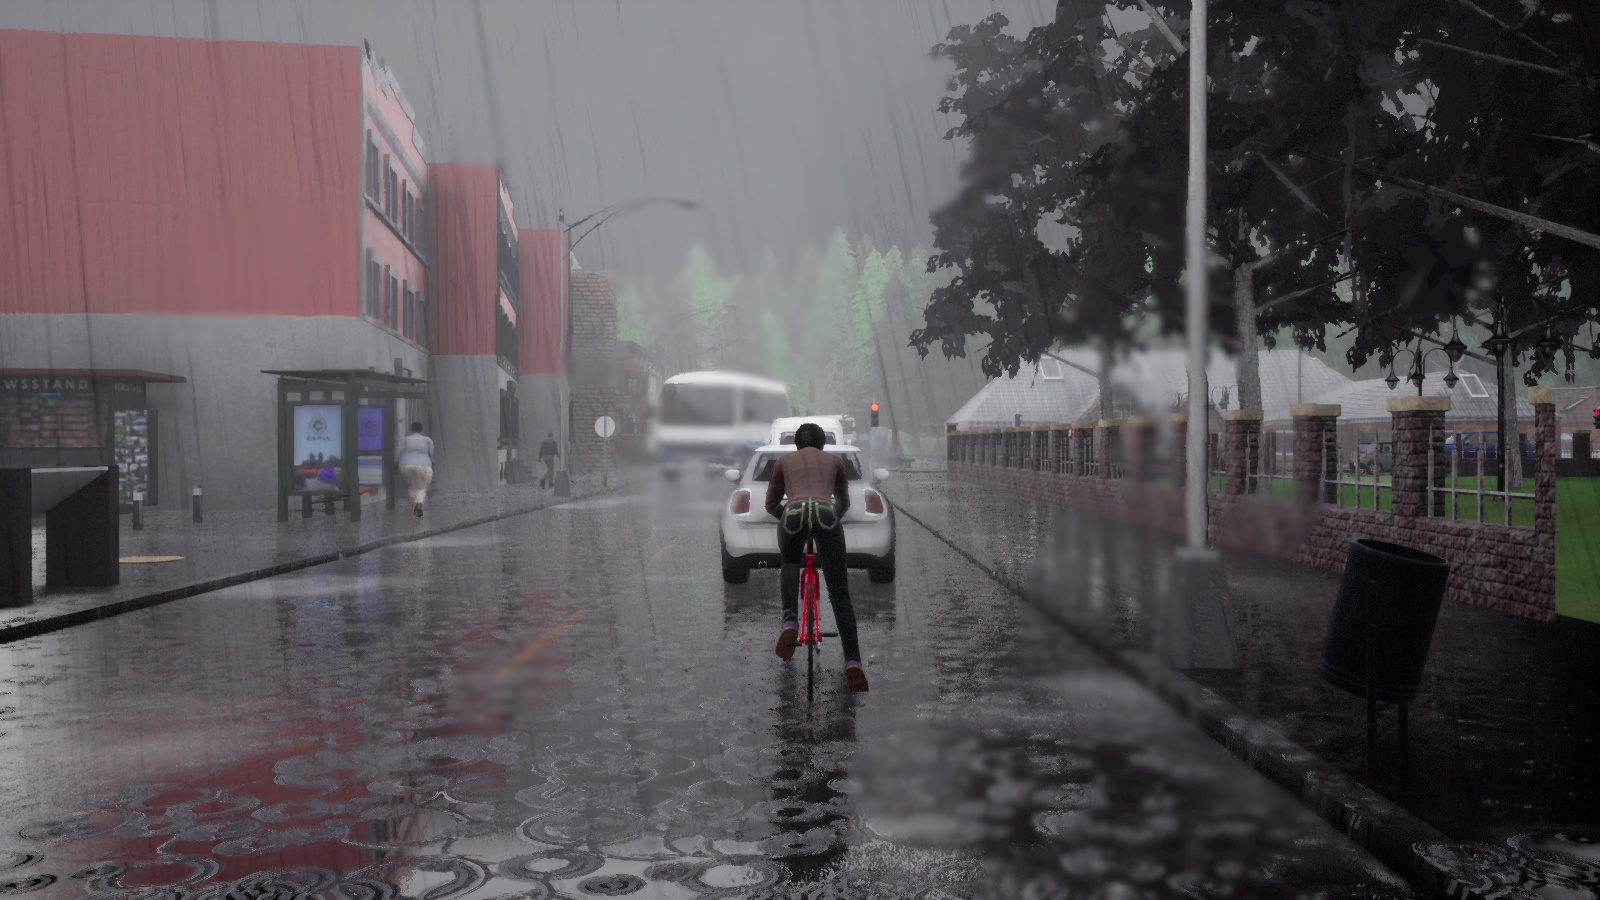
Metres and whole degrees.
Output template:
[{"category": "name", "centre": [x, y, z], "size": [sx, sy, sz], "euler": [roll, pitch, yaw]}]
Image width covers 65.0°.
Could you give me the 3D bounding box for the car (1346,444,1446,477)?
[{"category": "car", "centre": [26.893, 0.462, 56.757], "size": [3.633, 1.501, 1.845], "euler": [0, 0, -1]}]

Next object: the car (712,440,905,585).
[{"category": "car", "centre": [0.104, 0.629, 14.715], "size": [1.970, 1.475, 3.806], "euler": [0, 0, 0]}]

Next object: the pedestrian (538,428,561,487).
[{"category": "pedestrian", "centre": [-7.905, 0.226, 39.589], "size": [0.376, 1.854, 0.720], "euler": [0, 0, 22]}]

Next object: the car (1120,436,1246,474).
[{"category": "car", "centre": [17.275, 0.218, 56.805], "size": [5.027, 1.651, 2.152], "euler": [0, 0, -1]}]

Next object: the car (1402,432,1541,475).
[{"category": "car", "centre": [32.445, 0.148, 60.793], "size": [5.566, 2.045, 2.150], "euler": [0, 0, 0]}]

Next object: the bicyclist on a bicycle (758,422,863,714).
[{"category": "bicyclist on a bicycle", "centre": [0.062, 0.655, 7.794], "size": [0.582, 1.620, 1.656], "euler": [0, 0, 0]}]

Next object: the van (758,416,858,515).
[{"category": "van", "centre": [0.184, 0.311, 28.196], "size": [2.069, 2.038, 4.480], "euler": [0, 0, 1]}]

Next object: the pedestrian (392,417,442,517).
[{"category": "pedestrian", "centre": [-7.275, 0.312, 23.867], "size": [0.874, 1.855, 0.900], "euler": [0, 0, -15]}]

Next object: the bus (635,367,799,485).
[{"category": "bus", "centre": [-3.066, -0.921, 51.102], "size": [3.944, 4.253, 10.273], "euler": [1, 1, 12]}]
